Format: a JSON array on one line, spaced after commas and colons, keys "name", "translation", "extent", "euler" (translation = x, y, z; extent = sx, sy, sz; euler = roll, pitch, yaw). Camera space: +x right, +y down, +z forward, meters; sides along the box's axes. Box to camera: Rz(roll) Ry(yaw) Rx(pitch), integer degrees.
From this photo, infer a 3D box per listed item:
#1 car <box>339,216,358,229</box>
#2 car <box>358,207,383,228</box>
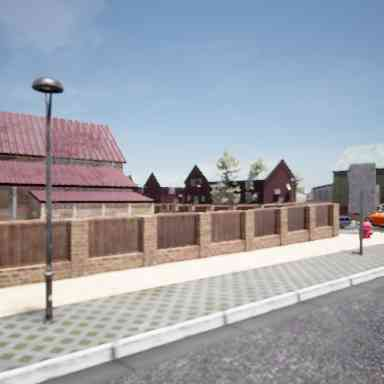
[{"name": "car", "translation": [8.409, 1.851, 22.915], "extent": [1.895, 1.301, 4.718], "euler": [1, -2, -36]}, {"name": "car", "translation": [13.002, 1.536, 21.193], "extent": [2.097, 1.767, 4.553], "euler": [1, -2, -29]}]
